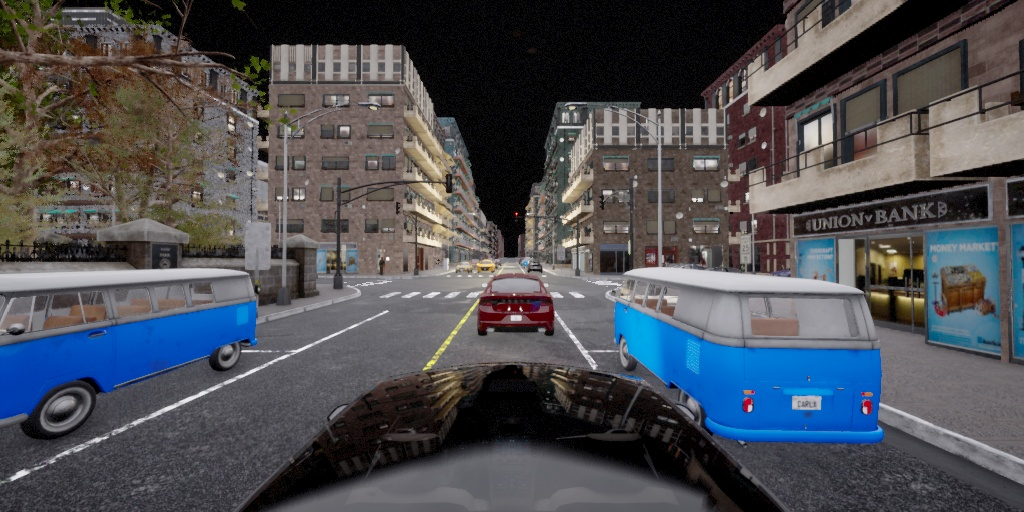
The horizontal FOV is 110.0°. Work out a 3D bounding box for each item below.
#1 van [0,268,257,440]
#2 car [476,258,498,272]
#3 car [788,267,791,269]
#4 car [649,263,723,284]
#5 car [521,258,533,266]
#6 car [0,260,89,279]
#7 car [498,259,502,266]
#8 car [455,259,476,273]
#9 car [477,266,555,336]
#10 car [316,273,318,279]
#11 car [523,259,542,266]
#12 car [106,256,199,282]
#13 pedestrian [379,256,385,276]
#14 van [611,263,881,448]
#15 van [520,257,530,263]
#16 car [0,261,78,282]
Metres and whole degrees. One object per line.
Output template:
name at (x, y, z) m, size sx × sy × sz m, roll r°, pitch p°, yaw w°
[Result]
van at (-5.657, 1.092, 5.095) m, size 1.690 × 1.789 × 3.998 m, roll 0°, pitch 0°, yaw 0°
car at (-3.108, 1.242, 43.732) m, size 1.882 × 1.535 × 5.008 m, roll 0°, pitch 0°, yaw 0°
car at (23.119, 1.451, 28.527) m, size 4.674 × 1.442 × 1.812 m, roll 0°, pitch -1°, yaw 1°
car at (13.792, 1.364, 28.638) m, size 4.902 × 1.511 × 2.128 m, roll 0°, pitch -1°, yaw 1°
car at (2.684, 1.317, 48.684) m, size 2.007 × 1.370 × 4.403 m, roll 0°, pitch 0°, yaw 0°
car at (-38.168, 1.081, 29.240) m, size 4.902 × 1.511 × 2.128 m, roll 0°, pitch -1°, yaw 1°
car at (-3.101, 1.317, 55.312) m, size 2.033 × 1.411 × 5.357 m, roll 0°, pitch 0°, yaw 0°
car at (-5.695, 1.290, 42.870) m, size 1.751 × 1.417 × 4.829 m, roll 0°, pitch 0°, yaw 0°
car at (0.096, 1.230, 10.456) m, size 1.882 × 1.535 × 5.008 m, roll 0°, pitch 0°, yaw 0°
car at (-16.608, 1.139, 25.787) m, size 4.902 × 1.511 × 2.128 m, roll 0°, pitch -1°, yaw 1°
car at (2.685, 1.330, 43.041) m, size 1.948 × 1.339 × 4.313 m, roll 0°, pitch 0°, yaw 0°
car at (-25.835, 0.949, 25.898) m, size 4.553 × 1.767 × 2.097 m, roll 0°, pitch -1°, yaw 1°
pedestrian at (-12.544, 0.968, 34.481) m, size 0.375 × 1.860 × 0.375 m, roll 0°, pitch -1°, yaw 1°
van at (2.658, 1.092, 5.094) m, size 1.690 × 1.789 × 3.998 m, roll 0°, pitch 0°, yaw 0°
van at (2.683, 1.112, 59.968) m, size 1.690 × 1.789 × 3.998 m, roll 0°, pitch 0°, yaw 0°
car at (-35.362, 1.093, 26.015) m, size 5.357 × 1.411 × 2.033 m, roll 0°, pitch -1°, yaw 1°
